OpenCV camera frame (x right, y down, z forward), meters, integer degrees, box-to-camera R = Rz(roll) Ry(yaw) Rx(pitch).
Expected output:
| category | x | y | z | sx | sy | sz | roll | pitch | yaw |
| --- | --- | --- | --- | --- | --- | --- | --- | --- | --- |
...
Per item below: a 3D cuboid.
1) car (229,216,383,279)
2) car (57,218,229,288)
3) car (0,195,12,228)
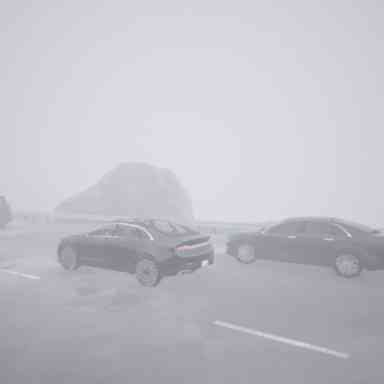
| category | x | y | z | sx | sy | sz | roll | pitch | yaw |
| --- | --- | --- | --- | --- | --- | --- | --- | --- | --- |
| car | 3.350 | 1.482 | 10.048 | 4.892 | 1.490 | 1.837 | 0 | 0 | 35 |
| car | -1.718 | 1.474 | 9.223 | 4.902 | 1.511 | 2.128 | 0 | 0 | 33 |
| car | -13.441 | 1.189 | 20.336 | 5.566 | 2.045 | 2.150 | 0 | 0 | 29 |
